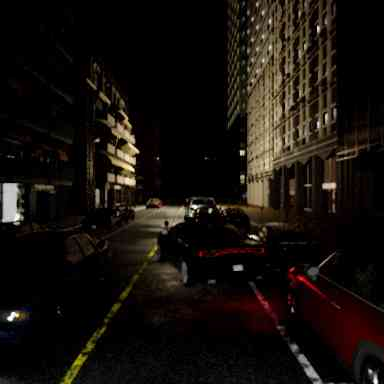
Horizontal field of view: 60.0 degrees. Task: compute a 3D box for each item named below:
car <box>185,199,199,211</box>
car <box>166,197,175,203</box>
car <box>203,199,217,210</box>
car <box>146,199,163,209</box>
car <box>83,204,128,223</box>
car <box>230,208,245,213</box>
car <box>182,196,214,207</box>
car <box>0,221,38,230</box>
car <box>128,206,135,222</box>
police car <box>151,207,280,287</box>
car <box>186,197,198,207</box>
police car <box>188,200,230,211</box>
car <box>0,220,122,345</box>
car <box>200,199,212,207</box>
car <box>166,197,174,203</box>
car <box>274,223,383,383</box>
[{"bbox_3d":[-0.026,1.791,46.888,1.837,1.490,4.892,0,0,0],"label":"car"},{"bbox_3d":[-5.790,2.121,89.376,2.008,1.369,4.403,0,0,0],"label":"car"},{"bbox_3d":[2.634,1.850,49.846,1.887,1.381,4.507,0,0,0],"label":"car"},{"bbox_3d":[-5.747,1.745,49.837,1.967,1.590,4.097,0,0,0],"label":"car"},{"bbox_3d":[-5.716,1.693,21.594,1.947,1.339,4.313,0,0,0],"label":"car"},{"bbox_3d":[2.666,1.693,21.604,1.947,1.339,4.313,0,0,0],"label":"car"},{"bbox_3d":[0.642,1.377,25.843,2.150,2.045,5.566,0,0,-4],"label":"car"},{"bbox_3d":[-5.703,1.611,10.297,2.008,1.369,4.403,0,0,0],"label":"car"},{"bbox_3d":[-5.722,1.686,27.074,1.752,1.417,4.829,0,0,0],"label":"car"},{"bbox_3d":[0.236,1.482,9.803,1.930,1.638,5.238,0,0,-18],"label":"police car"},{"bbox_3d":[-0.069,1.733,61.547,2.097,1.767,4.553,0,0,0],"label":"car"},{"bbox_3d":[0.878,1.543,19.926,1.930,1.638,5.238,0,0,0],"label":"police car"},{"bbox_3d":[-3.106,1.588,7.006,2.033,1.411,5.357,0,0,0],"label":"car"},{"bbox_3d":[2.621,1.929,61.143,2.008,1.369,4.403,0,0,0],"label":"car"},{"bbox_3d":[-5.785,2.082,83.728,2.008,1.369,4.403,0,0,0],"label":"car"},{"bbox_3d":[2.684,1.467,4.659,1.967,1.590,4.097,0,0,0],"label":"car"}]
